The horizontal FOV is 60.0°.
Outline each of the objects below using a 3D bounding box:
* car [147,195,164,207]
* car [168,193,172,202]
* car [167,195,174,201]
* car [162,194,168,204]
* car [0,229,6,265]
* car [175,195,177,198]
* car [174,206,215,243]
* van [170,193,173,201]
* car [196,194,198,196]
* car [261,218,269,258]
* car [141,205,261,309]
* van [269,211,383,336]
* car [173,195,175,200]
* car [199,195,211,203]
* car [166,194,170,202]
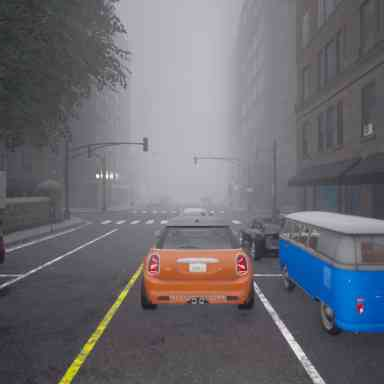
[{"bbox_3d":[-5.680,1.498,49.920,1.752,1.417,4.829,0,0,0],"label":"car"},{"bbox_3d":[-5.684,1.514,66.443,1.887,1.381,4.507,0,0,0],"label":"car"},{"bbox_3d":[-5.689,1.502,88.076,1.752,1.417,4.829,0,0,0],"label":"car"},{"bbox_3d":[-5.681,1.521,55.541,2.008,1.369,4.403,0,0,0],"label":"car"},{"bbox_3d":[-5.670,1.314,6.401,2.192,1.841,5.009,0,0,0],"label":"car"},{"bbox_3d":[-5.688,1.289,82.795,2.192,1.841,5.009,0,0,0],"label":"car"},{"bbox_3d":[0.098,1.520,16.997,1.812,1.442,4.674,0,0,0],"label":"car"},{"bbox_3d":[-5.686,1.311,71.893,1.690,1.788,3.998,0,0,0],"label":"van"},{"bbox_3d":[2.835,1.506,93.893,1.752,1.417,4.829,0,0,0],"label":"car"},{"bbox_3d":[2.854,1.563,12.104,1.947,1.339,4.313,0,0,0],"label":"car"},{"bbox_3d":[0.100,1.351,7.997,2.097,1.767,4.553,0,0,0],"label":"car"},{"bbox_3d":[2.855,1.340,6.443,1.690,1.788,3.998,0,0,0],"label":"van"},{"bbox_3d":[-5.686,1.522,77.344,2.008,1.369,4.403,0,0,0],"label":"car"},{"bbox_3d":[2.841,1.409,66.480,1.967,1.590,4.097,0,0,0],"label":"car"},{"bbox_3d":[-5.683,1.514,60.992,1.887,1.381,4.507,0,0,0],"label":"car"}]
